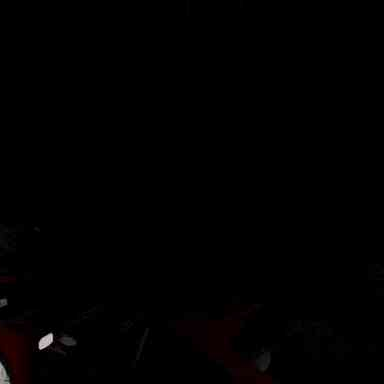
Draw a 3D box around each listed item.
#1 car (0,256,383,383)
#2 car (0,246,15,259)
[{"bbox_3d":[-0.264,1.545,3.148,4.507,1.381,1.887,0,0,35],"label":"car"},{"bbox_3d":[-4.698,1.545,6.297,4.507,1.381,1.887,0,0,35],"label":"car"}]
